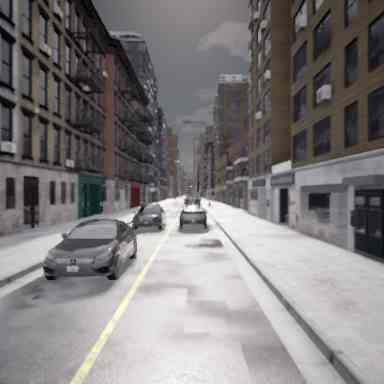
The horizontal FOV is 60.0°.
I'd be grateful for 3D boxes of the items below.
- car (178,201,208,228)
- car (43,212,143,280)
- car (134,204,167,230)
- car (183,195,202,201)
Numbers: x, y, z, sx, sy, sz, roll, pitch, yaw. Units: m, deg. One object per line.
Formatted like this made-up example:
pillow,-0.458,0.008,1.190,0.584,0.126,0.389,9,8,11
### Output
car,0.087,1.619,23.080,2.128,1.511,4.902,0,0,0
car,-2.849,1.585,10.285,1.812,1.442,4.674,0,0,0
car,-2.764,1.628,22.392,1.837,1.490,4.892,0,0,0
car,0.071,1.449,42.958,2.150,2.045,5.566,0,0,0
